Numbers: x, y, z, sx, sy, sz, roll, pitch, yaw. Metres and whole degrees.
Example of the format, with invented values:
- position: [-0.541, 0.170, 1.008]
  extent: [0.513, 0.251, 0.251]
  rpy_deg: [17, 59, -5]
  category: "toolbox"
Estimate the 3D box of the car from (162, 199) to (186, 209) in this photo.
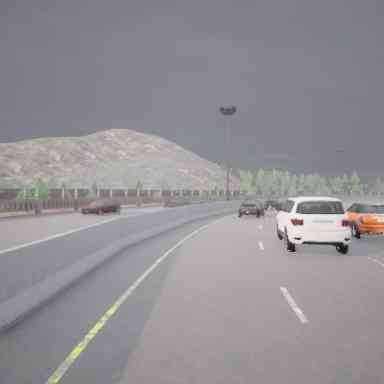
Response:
- position: [-1.695, 1.547, 41.286]
  extent: [2.033, 1.411, 5.357]
  rpy_deg: [0, 0, 24]
  category: "car"

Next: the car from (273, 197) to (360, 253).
- position: [4.876, 1.221, 13.955]
  extent: [2.150, 2.045, 5.566]
  rpy_deg: [0, 0, 9]
  category: "car"

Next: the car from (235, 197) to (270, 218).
- position: [5.536, 1.491, 30.424]
  extent: [2.128, 1.511, 4.902]
  rpy_deg: [0, 0, 20]
  category: "car"

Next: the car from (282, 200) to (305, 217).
- position: [9.786, 1.524, 31.852]
  extent: [1.812, 1.442, 4.674]
  rpy_deg: [0, 0, 21]
  category: "car"

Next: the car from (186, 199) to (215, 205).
- position: [1.622, 1.546, 40.166]
  extent: [2.033, 1.411, 5.357]
  rpy_deg: [0, 0, 24]
  category: "car"

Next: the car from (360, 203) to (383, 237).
- position: [9.168, 1.351, 17.508]
  extent: [2.097, 1.767, 4.553]
  rpy_deg: [0, 0, 12]
  category: "car"

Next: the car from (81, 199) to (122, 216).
- position: [-8.742, 1.477, 32.400]
  extent: [1.882, 1.535, 5.008]
  rpy_deg: [0, 0, 18]
  category: "car"

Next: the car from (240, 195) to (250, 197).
- position: [10.572, 1.496, 67.869]
  extent: [1.837, 1.490, 4.892]
  rpy_deg: [0, 0, 39]
  category: "car"

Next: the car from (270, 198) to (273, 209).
- position: [10.597, 1.503, 42.303]
  extent: [1.837, 1.490, 4.892]
  rpy_deg: [0, 0, 27]
  category: "car"
